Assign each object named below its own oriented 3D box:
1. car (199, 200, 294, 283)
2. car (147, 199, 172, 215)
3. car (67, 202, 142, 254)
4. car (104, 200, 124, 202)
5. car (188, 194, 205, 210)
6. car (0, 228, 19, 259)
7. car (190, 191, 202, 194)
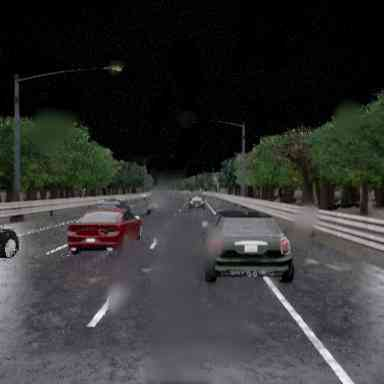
[{"bbox_3d":[1.365,1.282,9.653,2.097,1.767,4.553,0,0,1],"label":"car"},{"bbox_3d":[-2.987,1.342,31.235,1.994,1.385,4.181,0,0,1],"label":"car"},{"bbox_3d":[-3.215,1.384,13.127,1.882,1.535,5.008,0,0,1],"label":"car"},{"bbox_3d":[-6.527,1.348,27.981,2.033,1.411,5.357,0,0,1],"label":"car"},{"bbox_3d":[0.587,1.254,38.634,1.812,1.442,4.674,0,0,2],"label":"car"},{"bbox_3d":[-6.764,1.437,9.277,1.837,1.490,4.892,0,0,1],"label":"car"},{"bbox_3d":[0.636,0.881,48.765,2.150,2.045,5.566,0,0,1],"label":"car"}]
